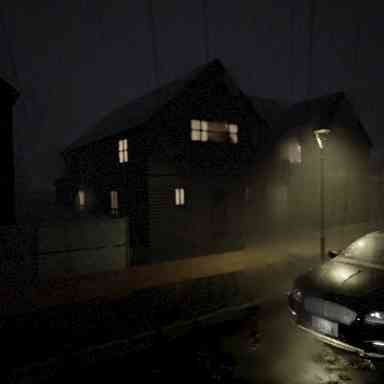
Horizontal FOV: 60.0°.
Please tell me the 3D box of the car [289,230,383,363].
[{"bbox_3d":[3.706,1.448,5.717,4.902,1.511,2.128,0,0,-36],"label":"car"}]
